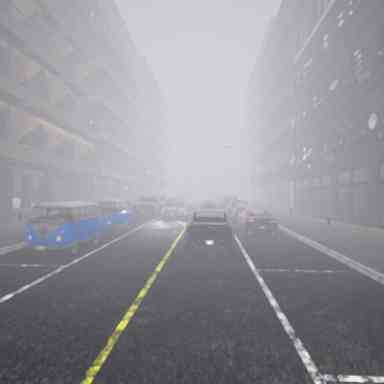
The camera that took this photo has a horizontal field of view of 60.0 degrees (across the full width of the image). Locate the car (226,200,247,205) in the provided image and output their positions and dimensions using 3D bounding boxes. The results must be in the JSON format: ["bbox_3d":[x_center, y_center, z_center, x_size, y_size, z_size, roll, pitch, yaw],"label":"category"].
[{"bbox_3d":[3.689,1.518,23.328,1.887,1.381,4.507,2,0,3],"label":"car"}]

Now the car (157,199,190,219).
[{"bbox_3d":[-1.482,1.521,28.376,1.895,1.301,4.718,0,0,3],"label":"car"}]

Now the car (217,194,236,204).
[{"bbox_3d":[4.483,1.271,39.902,2.192,1.841,5.009,2,0,3],"label":"car"}]

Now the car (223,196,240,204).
[{"bbox_3d":[3.974,1.407,28.852,1.967,1.590,4.097,2,0,3],"label":"car"}]

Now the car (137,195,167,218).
[{"bbox_3d":[-3.897,1.213,29.302,2.192,1.841,5.009,2,0,3],"label":"car"}]

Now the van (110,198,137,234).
[{"bbox_3d":[-4.445,1.254,18.255,1.690,1.788,3.998,2,0,3],"label":"van"}]

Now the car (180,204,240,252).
[{"bbox_3d":[0.731,1.471,13.802,1.837,1.490,4.892,0,0,3],"label":"car"}]

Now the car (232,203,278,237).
[{"bbox_3d":[3.416,1.526,17.805,1.887,1.381,4.507,2,0,3],"label":"car"}]

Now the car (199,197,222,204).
[{"bbox_3d":[1.604,1.468,31.386,1.812,1.442,4.674,0,0,3],"label":"car"}]

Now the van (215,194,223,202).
[{"bbox_3d":[6.396,1.319,78.576,1.690,1.788,3.998,2,0,3],"label":"van"}]

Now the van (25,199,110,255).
[{"bbox_3d":[-4.718,1.264,12.730,1.690,1.788,3.998,2,0,3],"label":"van"}]

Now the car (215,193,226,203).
[{"bbox_3d":[6.124,1.284,73.051,2.192,1.841,5.009,2,0,3],"label":"car"}]

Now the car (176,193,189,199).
[{"bbox_3d":[-2.256,1.203,62.444,2.192,1.841,5.009,2,0,3],"label":"car"}]

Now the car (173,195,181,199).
[{"bbox_3d":[-3.085,1.451,45.875,1.947,1.339,4.313,2,0,3],"label":"car"}]
